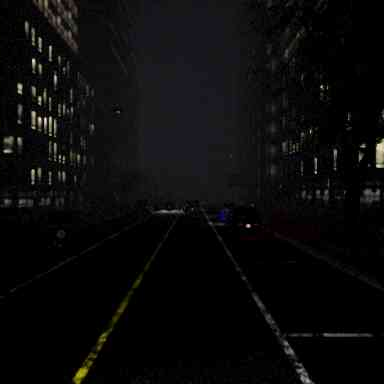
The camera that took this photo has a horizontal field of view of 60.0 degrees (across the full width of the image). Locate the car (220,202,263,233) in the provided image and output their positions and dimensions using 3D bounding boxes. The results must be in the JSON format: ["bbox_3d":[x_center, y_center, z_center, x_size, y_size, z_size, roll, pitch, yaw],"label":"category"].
[{"bbox_3d":[3.028,1.567,20.303,1.837,1.490,4.892,0,0,0],"label":"car"}]

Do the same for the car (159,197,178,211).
[{"bbox_3d":[-2.819,1.702,43.454,1.994,1.385,4.181,0,0,0],"label":"car"}]

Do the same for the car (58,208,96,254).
[{"bbox_3d":[-5.311,1.481,13.356,1.967,1.590,4.097,0,0,0],"label":"car"}]

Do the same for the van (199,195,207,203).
[{"bbox_3d":[2.596,1.605,80.058,1.690,1.788,3.998,0,0,0],"label":"van"}]

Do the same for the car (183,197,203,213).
[{"bbox_3d":[0.047,1.628,39.004,1.837,1.490,4.892,0,0,0],"label":"car"}]

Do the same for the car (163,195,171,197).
[{"bbox_3d":[-5.293,1.626,57.826,1.967,1.590,4.097,0,0,0],"label":"car"}]

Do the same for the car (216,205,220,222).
[{"bbox_3d":[3.025,1.563,27.304,1.882,1.535,5.008,0,0,0],"label":"car"}]

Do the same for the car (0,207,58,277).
[{"bbox_3d":[-5.313,1.339,7.798,2.192,1.841,5.009,0,0,0],"label":"car"}]

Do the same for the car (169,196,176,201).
[{"bbox_3d":[-5.279,1.884,91.177,1.802,1.307,4.206,0,0,0],"label":"car"}]

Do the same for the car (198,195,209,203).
[{"bbox_3d":[2.594,1.559,74.499,2.192,1.841,5.009,0,0,0],"label":"car"}]

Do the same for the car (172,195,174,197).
[{"bbox_3d":[-5.287,1.559,74.502,2.192,1.841,5.009,0,0,0],"label":"car"}]

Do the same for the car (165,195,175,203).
[{"bbox_3d":[-5.284,1.578,80.061,2.192,1.841,5.009,0,0,0],"label":"car"}]

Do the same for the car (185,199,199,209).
[{"bbox_3d":[0.039,1.760,49.628,1.895,1.301,4.718,0,0,0],"label":"car"}]

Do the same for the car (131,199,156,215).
[{"bbox_3d":[-5.302,1.552,35.591,1.967,1.590,4.097,0,0,0],"label":"car"}]

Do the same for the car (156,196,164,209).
[{"bbox_3d":[-5.297,1.700,46.708,2.008,1.369,4.403,0,0,0],"label":"car"}]

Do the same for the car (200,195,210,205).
[{"bbox_3d":[2.590,1.756,63.381,2.008,1.369,4.403,0,0,0],"label":"car"}]
